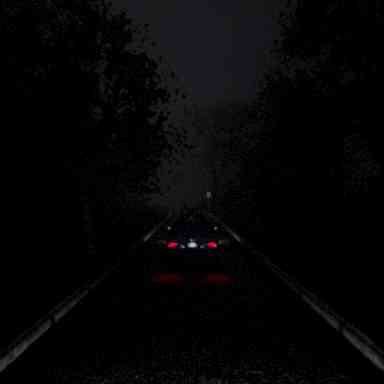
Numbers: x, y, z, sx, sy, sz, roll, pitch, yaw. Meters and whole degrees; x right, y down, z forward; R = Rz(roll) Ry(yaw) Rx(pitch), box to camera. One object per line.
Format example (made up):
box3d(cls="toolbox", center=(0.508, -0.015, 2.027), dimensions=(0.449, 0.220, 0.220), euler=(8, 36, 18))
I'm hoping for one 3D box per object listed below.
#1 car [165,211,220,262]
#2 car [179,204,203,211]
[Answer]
box3d(cls="car", center=(0.015, 1.677, 12.560), dimensions=(2.033, 1.411, 5.357), euler=(0, -1, 0))
box3d(cls="car", center=(-0.054, 1.784, 28.517), dimensions=(2.128, 1.511, 4.902), euler=(0, 0, 0))
